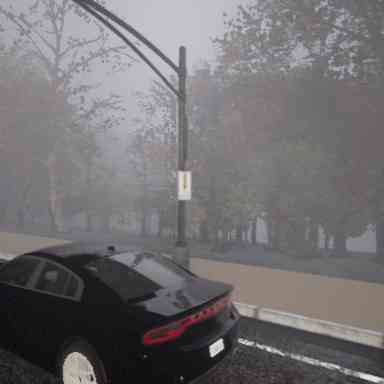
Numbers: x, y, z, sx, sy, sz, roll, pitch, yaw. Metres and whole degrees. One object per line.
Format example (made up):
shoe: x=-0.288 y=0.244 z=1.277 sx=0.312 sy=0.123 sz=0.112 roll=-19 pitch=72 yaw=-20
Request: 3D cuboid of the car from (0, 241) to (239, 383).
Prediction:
car: x=-1.755 y=1.488 z=4.942 sx=5.008 sy=1.535 sz=1.882 roll=0 pitch=0 yaw=36
